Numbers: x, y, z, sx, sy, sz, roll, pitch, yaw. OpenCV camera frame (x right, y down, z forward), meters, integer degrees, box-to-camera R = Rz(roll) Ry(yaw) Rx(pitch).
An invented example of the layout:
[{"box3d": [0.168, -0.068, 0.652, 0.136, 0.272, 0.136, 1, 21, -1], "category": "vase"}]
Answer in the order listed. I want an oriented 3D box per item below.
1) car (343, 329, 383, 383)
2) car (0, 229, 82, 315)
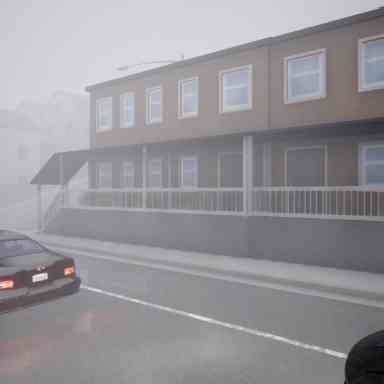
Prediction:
[{"box3d": [3.417, 1.478, 1.551, 5.008, 1.535, 1.882, 0, 0, 35], "category": "car"}, {"box3d": [-4.709, 1.547, 7.320, 5.357, 1.411, 2.033, 0, 0, 36], "category": "car"}]
